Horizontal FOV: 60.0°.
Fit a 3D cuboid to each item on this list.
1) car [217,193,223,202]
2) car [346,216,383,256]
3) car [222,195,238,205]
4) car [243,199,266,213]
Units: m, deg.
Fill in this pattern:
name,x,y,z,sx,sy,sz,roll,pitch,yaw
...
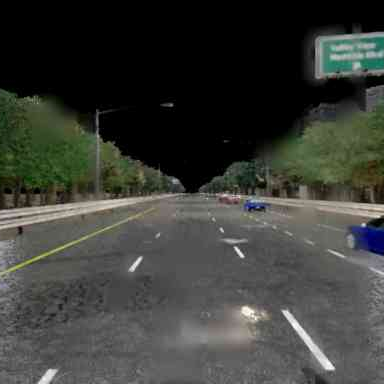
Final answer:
name,x,y,z,sx,sy,sz,roll,pitch,yaw
car,7.071,1.490,75.905,1.882,1.535,5.008,0,0,0
car,7.008,1.495,11.123,1.882,1.535,5.008,0,0,0
car,7.050,1.527,59.922,1.812,1.442,4.674,0,0,0
car,7.031,1.494,37.786,1.882,1.535,5.008,0,0,0
